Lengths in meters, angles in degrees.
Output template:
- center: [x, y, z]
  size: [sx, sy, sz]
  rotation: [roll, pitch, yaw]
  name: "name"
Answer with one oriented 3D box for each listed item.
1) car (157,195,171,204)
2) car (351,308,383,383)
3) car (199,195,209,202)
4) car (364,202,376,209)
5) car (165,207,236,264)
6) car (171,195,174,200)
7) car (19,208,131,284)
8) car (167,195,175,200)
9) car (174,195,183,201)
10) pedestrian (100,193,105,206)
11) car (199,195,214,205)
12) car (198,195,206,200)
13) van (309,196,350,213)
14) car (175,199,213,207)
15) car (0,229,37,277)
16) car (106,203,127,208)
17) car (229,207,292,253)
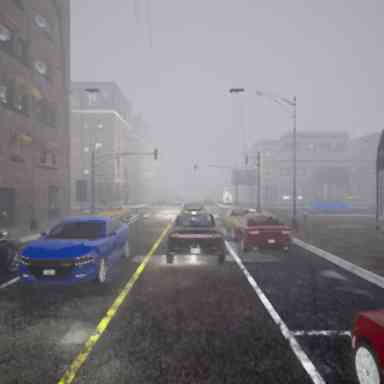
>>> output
- center: [-5.685, 1.496, 63.037]
  size: [2.008, 1.369, 4.403]
  rotation: [0, 0, 0]
  name: "car"
- center: [2.685, 1.541, 2.092]
  size: [1.887, 1.381, 4.507]
  rotation: [0, 0, 0]
  name: "car"
- center: [2.697, 1.497, 74.442]
  size: [2.008, 1.369, 4.403]
  rotation: [0, 0, 0]
  name: "car"
- center: [25.494, 1.512, 44.103]
  size: [4.829, 1.417, 1.752]
  rotation: [0, 0, 0]
  name: "car"
- center: [0.103, 1.471, 11.798]
  size: [2.128, 1.511, 4.902]
  rotation: [0, 0, 0]
  name: "car"
- center: [-5.683, 1.497, 74.431]
  size: [2.008, 1.369, 4.403]
  rotation: [0, 0, 0]
  name: "car"
- center: [-3.095, 1.463, 9.709]
  size: [1.882, 1.535, 5.008]
  rotation: [0, 0, 0]
  name: "car"
- center: [-5.681, 1.476, 91.351]
  size: [1.752, 1.417, 4.829]
  rotation: [0, 0, 0]
  name: "car"
- center: [-2.988, 1.486, 77.664]
  size: [2.033, 1.411, 5.357]
  rotation: [0, 0, 0]
  name: "car"
- center: [-12.623, 1.017, 46.767]
  size: [0.375, 1.860, 0.375]
  rotation: [0, 0, 0]
  name: "pedestrian"
- center: [2.694, 1.386, 57.351]
  size: [1.967, 1.590, 4.097]
  rotation: [0, 0, 0]
  name: "car"
- center: [2.700, 1.503, 91.532]
  size: [2.008, 1.369, 4.403]
  rotation: [-1, 0, 0]
  name: "car"
- center: [14.664, 1.366, 35.643]
  size: [3.998, 1.788, 1.690]
  rotation: [0, 0, 0]
  name: "van"
- center: [0.106, 1.461, 23.317]
  size: [2.128, 1.511, 4.902]
  rotation: [0, 0, 0]
  name: "car"
- center: [-5.694, 1.553, 7.795]
  size: [1.947, 1.339, 4.313]
  rotation: [0, 0, 0]
  name: "car"
- center: [-5.692, 1.493, 24.715]
  size: [1.752, 1.417, 4.829]
  rotation: [0, 0, 0]
  name: "car"
- center: [2.687, 1.525, 13.486]
  size: [1.887, 1.381, 4.507]
  rotation: [0, 0, 0]
  name: "car"
